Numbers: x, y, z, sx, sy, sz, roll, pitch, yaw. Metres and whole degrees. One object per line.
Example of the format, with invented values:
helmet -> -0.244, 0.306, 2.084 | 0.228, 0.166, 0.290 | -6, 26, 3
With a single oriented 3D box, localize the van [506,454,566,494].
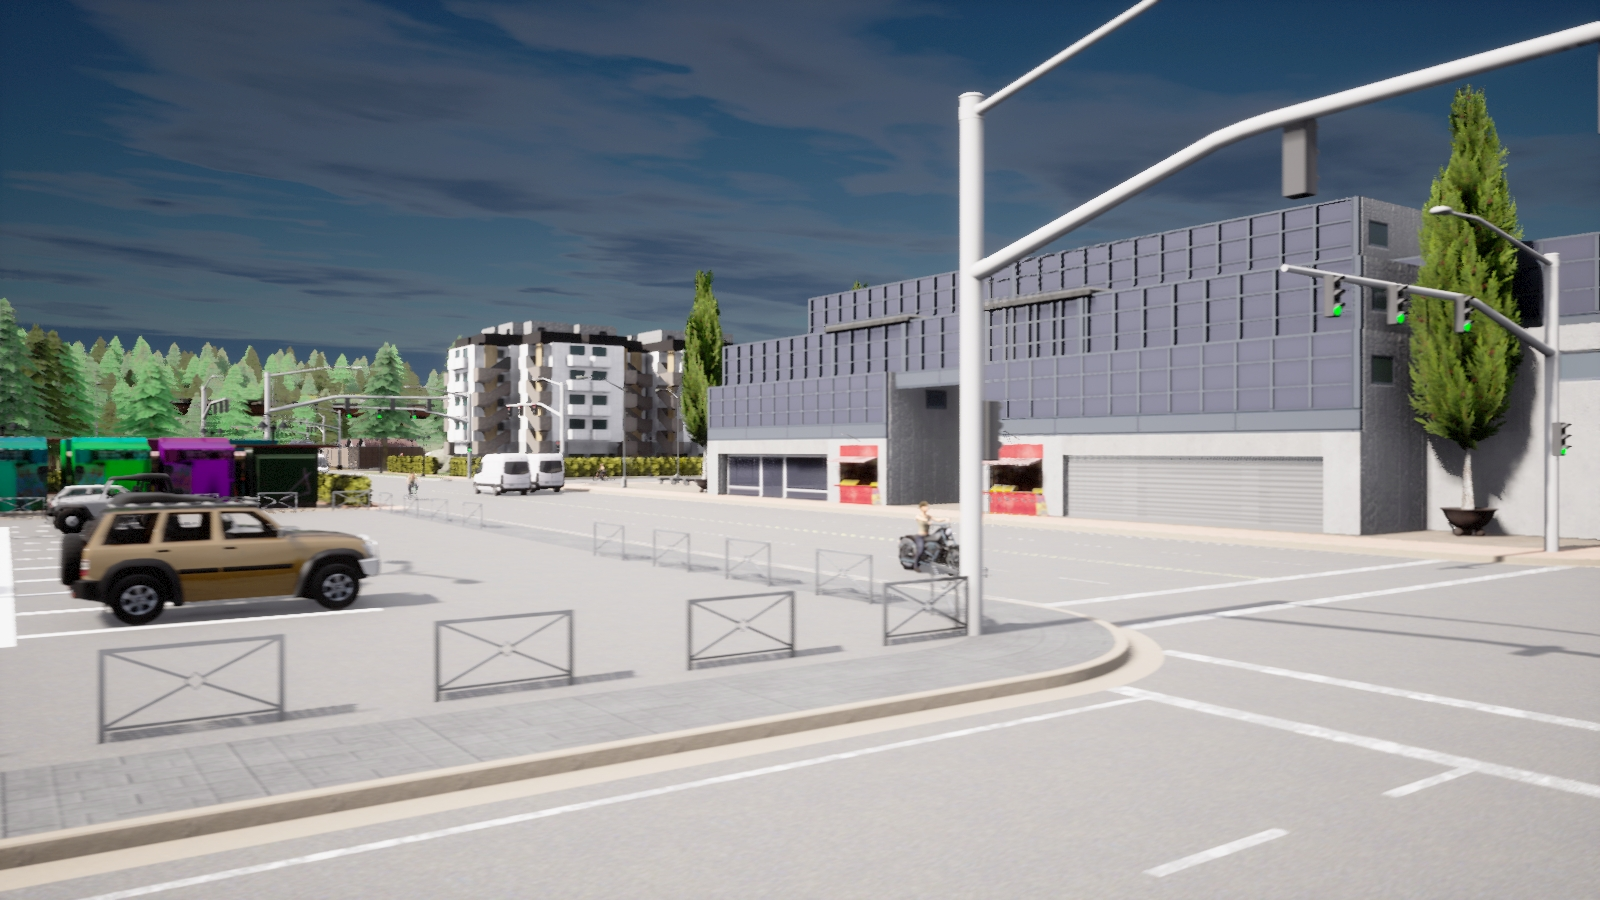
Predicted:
van -> -17.702, 1.530, 76.429 | 1.988, 2.561, 5.915 | 0, 0, -33

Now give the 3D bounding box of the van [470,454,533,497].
van -> -18.769, 1.531, 71.655 | 1.988, 2.561, 5.915 | 0, 0, -33

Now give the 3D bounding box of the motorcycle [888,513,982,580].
motorcycle -> 3.032, 2.152, 25.907 | 0.764, 1.307, 2.356 | 0, 0, -34
